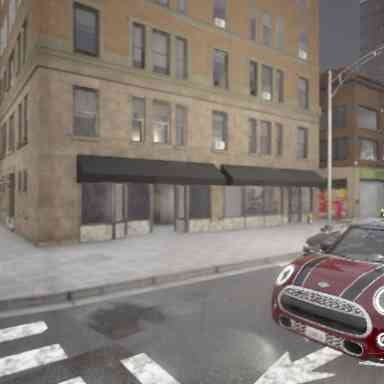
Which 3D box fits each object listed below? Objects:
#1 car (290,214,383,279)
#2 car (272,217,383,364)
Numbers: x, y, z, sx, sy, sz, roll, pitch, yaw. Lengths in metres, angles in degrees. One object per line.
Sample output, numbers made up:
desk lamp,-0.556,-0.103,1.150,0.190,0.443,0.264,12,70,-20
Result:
car,5.352,1.521,10.591,4.403,1.369,2.008,0,0,-36
car,3.494,1.334,5.853,4.553,1.767,2.097,0,0,-36
